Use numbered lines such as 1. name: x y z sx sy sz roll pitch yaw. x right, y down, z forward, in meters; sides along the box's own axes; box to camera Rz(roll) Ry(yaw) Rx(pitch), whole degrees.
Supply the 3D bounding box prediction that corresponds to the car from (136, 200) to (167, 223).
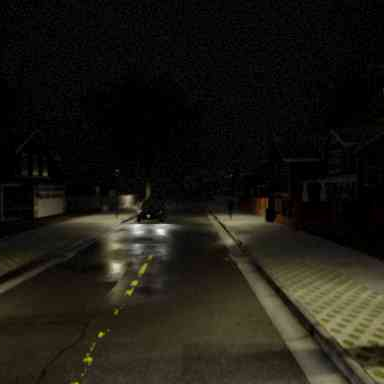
1. car: -2.866 1.342 24.345 1.837 1.490 4.892 0 0 0
